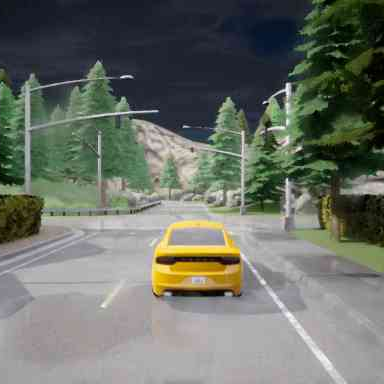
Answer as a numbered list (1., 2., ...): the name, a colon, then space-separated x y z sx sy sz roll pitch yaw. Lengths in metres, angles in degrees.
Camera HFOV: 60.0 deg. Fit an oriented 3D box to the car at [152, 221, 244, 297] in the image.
1. car: 0.122 1.478 8.640 1.882 1.535 5.008 0 0 0
